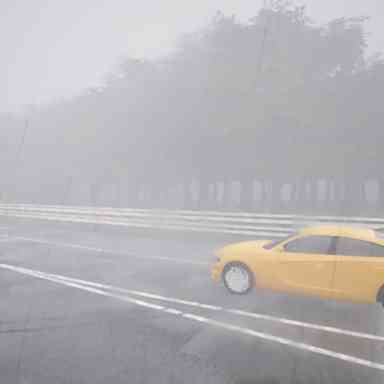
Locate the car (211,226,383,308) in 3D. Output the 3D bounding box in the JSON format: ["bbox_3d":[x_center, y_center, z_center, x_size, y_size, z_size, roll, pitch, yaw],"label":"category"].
[{"bbox_3d":[2.843,1.488,7.238,5.008,1.535,1.882,0,0,28],"label":"car"}]
